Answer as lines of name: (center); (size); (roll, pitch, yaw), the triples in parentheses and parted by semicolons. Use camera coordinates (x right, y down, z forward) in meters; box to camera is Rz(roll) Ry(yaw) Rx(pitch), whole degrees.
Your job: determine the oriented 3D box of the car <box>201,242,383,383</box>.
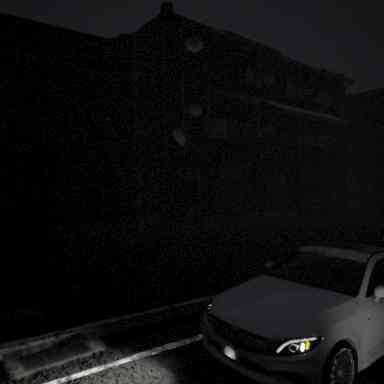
car: (2.284, 1.576, 5.184); (4.674, 1.442, 1.812); (1, -1, -37)
